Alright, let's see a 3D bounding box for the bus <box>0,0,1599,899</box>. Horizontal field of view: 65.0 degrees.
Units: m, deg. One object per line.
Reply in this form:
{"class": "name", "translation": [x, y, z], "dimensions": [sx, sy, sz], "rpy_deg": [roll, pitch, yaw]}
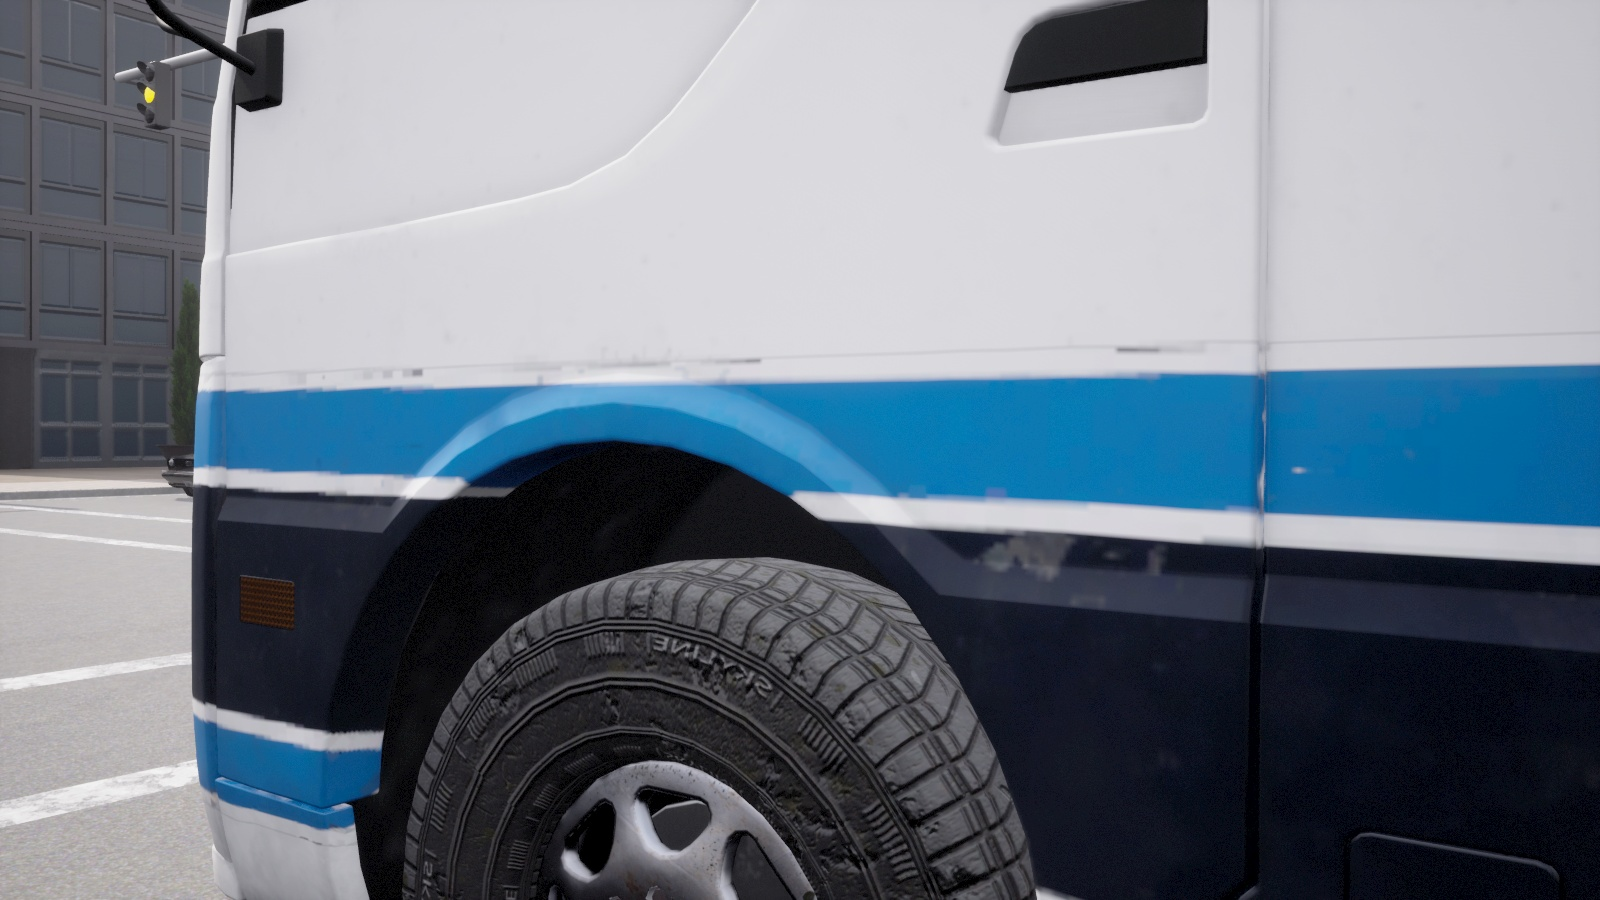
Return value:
{"class": "bus", "translation": [3.120, -0.694, 1.523], "dimensions": [10.273, 4.253, 3.944], "rpy_deg": [0, 1, 34]}

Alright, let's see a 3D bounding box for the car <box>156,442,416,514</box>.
{"class": "car", "translation": [-10.509, 0.516, 26.022], "dimensions": [1.895, 1.301, 4.718], "rpy_deg": [0, 1, 34]}
